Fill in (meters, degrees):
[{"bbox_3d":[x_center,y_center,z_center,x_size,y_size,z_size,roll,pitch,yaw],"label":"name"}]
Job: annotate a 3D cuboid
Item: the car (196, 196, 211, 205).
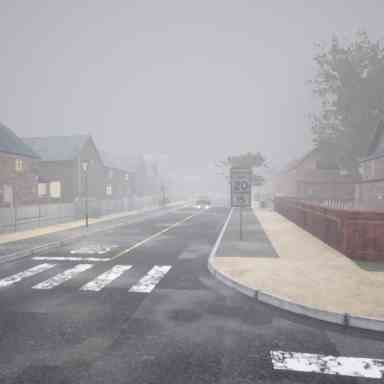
[{"bbox_3d":[1.868,1.287,50.794,1.994,1.385,4.181,-1,0,8],"label":"car"}]
